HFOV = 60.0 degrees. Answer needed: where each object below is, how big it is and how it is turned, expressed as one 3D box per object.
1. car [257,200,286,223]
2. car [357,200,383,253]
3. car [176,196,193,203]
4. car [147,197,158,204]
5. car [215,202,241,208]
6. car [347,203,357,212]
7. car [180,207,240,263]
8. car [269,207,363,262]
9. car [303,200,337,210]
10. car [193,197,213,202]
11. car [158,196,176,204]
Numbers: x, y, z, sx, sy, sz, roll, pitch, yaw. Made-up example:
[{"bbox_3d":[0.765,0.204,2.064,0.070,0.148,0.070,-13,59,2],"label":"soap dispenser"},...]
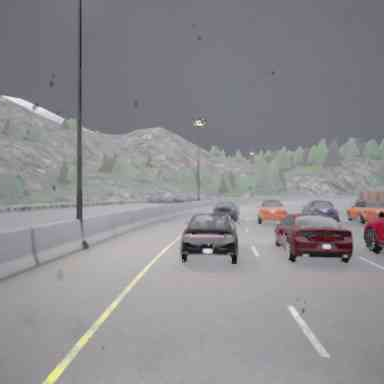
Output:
[{"bbox_3d":[6.181,1.410,25.862,2.097,1.767,4.553,0,0,11],"label":"car"},{"bbox_3d":[7.578,1.248,10.627,2.150,2.045,5.566,0,0,6],"label":"car"},{"bbox_3d":[-0.725,1.645,63.474,1.837,1.490,4.892,0,0,23],"label":"car"},{"bbox_3d":[-7.181,1.706,66.207,1.994,1.385,4.181,0,0,23],"label":"car"},{"bbox_3d":[2.741,1.566,26.518,1.837,1.490,4.892,0,0,11],"label":"car"},{"bbox_3d":[13.098,1.408,24.766,2.097,1.767,4.553,0,0,11],"label":"car"},{"bbox_3d":[0.709,1.519,12.139,2.128,1.511,4.902,0,0,6],"label":"car"},{"bbox_3d":[4.244,1.506,12.302,1.882,1.535,5.008,0,-1,6],"label":"car"},{"bbox_3d":[9.639,1.409,25.313,2.097,1.767,4.553,0,0,11],"label":"car"},{"bbox_3d":[2.442,1.616,61.971,1.882,1.535,5.008,0,0,23],"label":"car"},{"bbox_3d":[-4.043,1.496,64.624,2.097,1.767,4.553,0,0,23],"label":"car"}]
